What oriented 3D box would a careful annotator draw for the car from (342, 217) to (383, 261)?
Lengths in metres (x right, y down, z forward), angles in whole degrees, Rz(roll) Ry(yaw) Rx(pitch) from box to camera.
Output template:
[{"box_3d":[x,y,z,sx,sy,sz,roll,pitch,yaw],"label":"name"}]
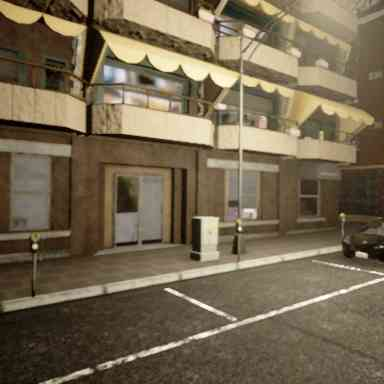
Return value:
[{"box_3d":[7.031,1.580,11.567,4.313,1.339,1.947,0,1,-36],"label":"car"}]
